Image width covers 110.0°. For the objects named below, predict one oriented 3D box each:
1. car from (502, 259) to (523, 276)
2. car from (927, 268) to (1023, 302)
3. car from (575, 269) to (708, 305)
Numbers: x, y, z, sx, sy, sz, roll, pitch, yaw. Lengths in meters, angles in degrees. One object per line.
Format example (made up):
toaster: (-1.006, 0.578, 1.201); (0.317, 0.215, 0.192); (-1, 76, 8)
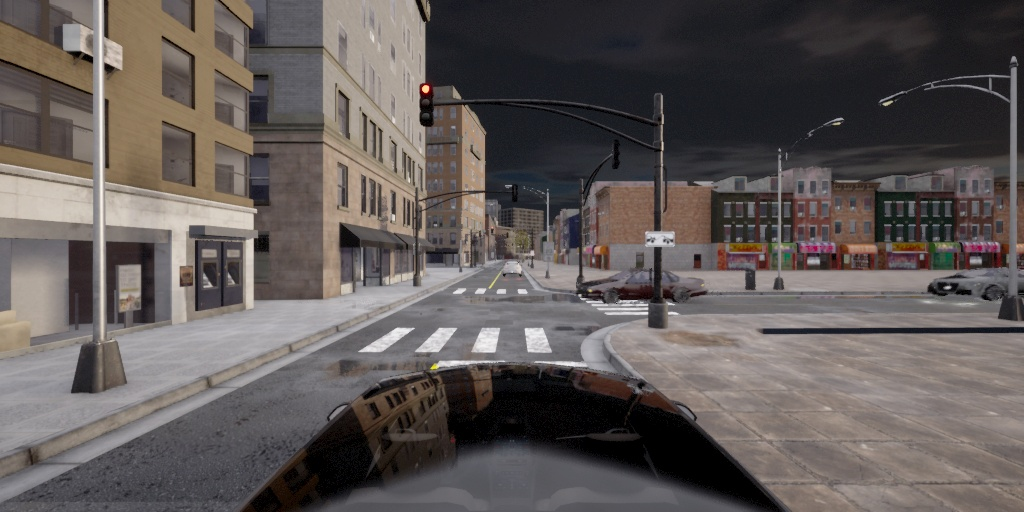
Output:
car: (0.057, 1.281, 36.609); (1.812, 1.442, 4.674); (0, 0, 1)
car: (21.446, 1.226, 16.017); (4.181, 1.385, 1.994); (0, 0, 0)
car: (5.536, 1.271, 15.496); (5.357, 1.411, 2.033); (0, 0, -6)
